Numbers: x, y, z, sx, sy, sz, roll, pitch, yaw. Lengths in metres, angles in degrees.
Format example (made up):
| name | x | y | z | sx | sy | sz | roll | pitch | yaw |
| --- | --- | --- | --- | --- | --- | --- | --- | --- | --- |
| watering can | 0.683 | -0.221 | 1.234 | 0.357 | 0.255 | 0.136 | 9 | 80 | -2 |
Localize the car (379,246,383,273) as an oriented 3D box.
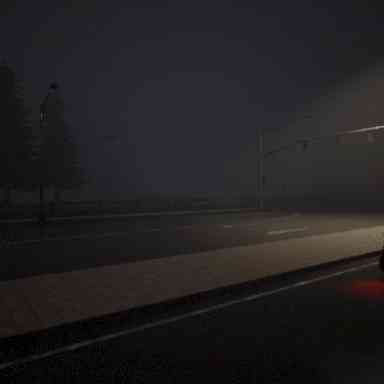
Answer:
| name | x | y | z | sx | sy | sz | roll | pitch | yaw |
| --- | --- | --- | --- | --- | --- | --- | --- | --- | --- |
| car | 6.681 | 1.441 | 8.559 | 4.181 | 1.385 | 1.994 | -1 | 0 | -35 |
